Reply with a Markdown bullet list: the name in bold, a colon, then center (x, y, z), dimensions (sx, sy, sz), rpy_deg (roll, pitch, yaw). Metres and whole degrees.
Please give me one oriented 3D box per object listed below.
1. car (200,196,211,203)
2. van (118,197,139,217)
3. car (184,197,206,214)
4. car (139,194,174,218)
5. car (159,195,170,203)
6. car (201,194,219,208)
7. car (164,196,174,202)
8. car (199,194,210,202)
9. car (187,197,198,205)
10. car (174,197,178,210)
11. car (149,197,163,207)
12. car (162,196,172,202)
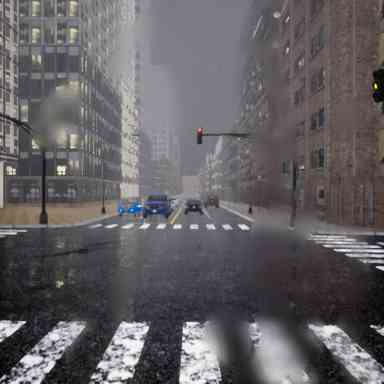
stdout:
- **car**: center (2.764, 1.569, 69.413), dimensions (2.008, 1.369, 4.403), rpy_deg (0, 0, 0)
- **van**: center (-5.658, 1.342, 30.565), dimensions (1.690, 1.788, 3.998), rpy_deg (0, 0, 0)
- **car**: center (0.157, 1.550, 35.450), dimensions (2.033, 1.411, 5.357), rpy_deg (0, 0, 0)
- **car**: center (-3.075, 1.223, 30.234), dimensions (2.150, 2.045, 5.566), rpy_deg (0, 0, 0)
- **car**: center (-5.617, 1.458, 69.421), dimensions (1.967, 1.590, 4.097), rpy_deg (0, 0, 0)
- **car**: center (2.740, 1.322, 47.210), dimensions (2.192, 1.841, 5.009), rpy_deg (0, 0, 0)
- **car**: center (-5.605, 1.577, 80.523), dimensions (2.008, 1.369, 4.403), rpy_deg (0, 0, 0)
- **car**: center (2.769, 1.337, 74.964), dimensions (2.192, 1.841, 5.009), rpy_deg (0, 0, 0)
- **car**: center (0.080, 1.614, 61.251), dimensions (1.895, 1.301, 4.718), rpy_deg (0, 0, 0)
- **car**: center (-3.054, 1.605, 39.944), dimensions (1.895, 1.301, 4.718), rpy_deg (0, 0, 0)
- **car**: center (-5.634, 1.534, 52.598), dimensions (1.752, 1.417, 4.829), rpy_deg (0, 0, 0)
- **car**: center (-5.611, 1.547, 74.802), dimensions (1.752, 1.417, 4.829), rpy_deg (0, 0, 0)
